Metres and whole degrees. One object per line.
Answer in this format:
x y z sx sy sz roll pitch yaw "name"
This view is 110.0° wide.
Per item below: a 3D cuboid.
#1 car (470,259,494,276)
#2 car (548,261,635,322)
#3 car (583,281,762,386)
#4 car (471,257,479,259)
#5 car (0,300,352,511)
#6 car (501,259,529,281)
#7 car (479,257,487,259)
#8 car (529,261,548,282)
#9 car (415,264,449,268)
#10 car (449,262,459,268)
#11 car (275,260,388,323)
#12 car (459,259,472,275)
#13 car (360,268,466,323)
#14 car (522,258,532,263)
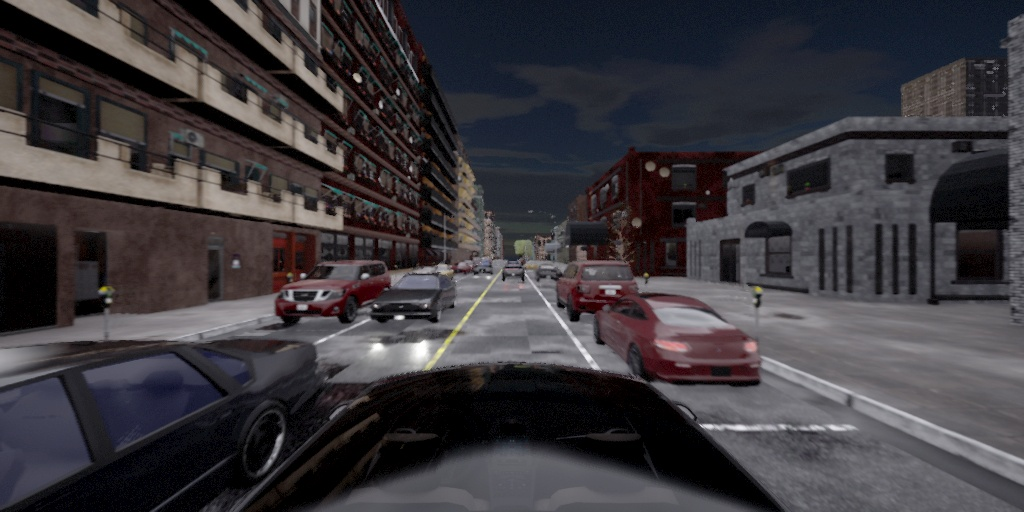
-3.007 1.355 38.597 1.994 1.385 4.181 0 0 1 "car"
2.695 1.073 12.229 2.192 1.841 5.009 0 0 0 "car"
2.693 1.335 6.690 1.802 1.307 4.207 0 0 0 "car"
-5.674 1.242 45.466 1.967 1.591 4.097 0 0 0 "car"
-3.082 1.298 1.874 2.033 1.411 5.357 0 0 0 "car"
0.111 1.272 30.742 2.128 1.511 4.902 0 0 0 "car"
-5.670 1.137 56.545 2.192 1.841 5.009 0 0 0 "car"
2.701 1.327 28.846 2.007 1.370 4.403 0 0 0 "car"
-5.682 1.320 23.310 2.007 1.370 4.403 0 0 0 "car"
-5.680 1.302 28.679 1.751 1.417 4.829 0 0 0 "car"
-5.686 1.072 12.232 2.192 1.841 5.009 0 0 0 "car"
-5.676 1.338 39.928 1.888 1.381 4.507 0 0 0 "car"
-3.070 1.305 12.467 2.033 1.411 5.357 0 0 0 "car"
2.709 1.337 51.173 1.751 1.417 4.829 0 0 0 "car"
